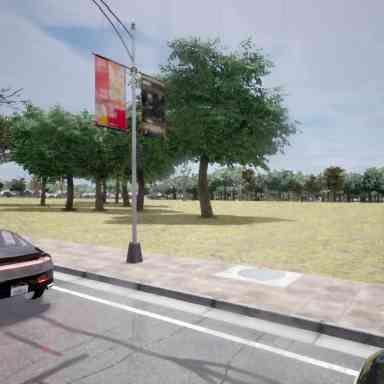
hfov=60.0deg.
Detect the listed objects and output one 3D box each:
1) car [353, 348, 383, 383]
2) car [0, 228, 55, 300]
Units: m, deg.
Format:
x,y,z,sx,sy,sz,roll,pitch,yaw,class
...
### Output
x,y,z,sx,sy,sz,roll,pitch,yaw,class
3.298,1.493,1.322,4.902,1.511,2.128,0,0,36,car
-4.974,1.515,7.209,4.902,1.511,2.128,0,0,36,car
